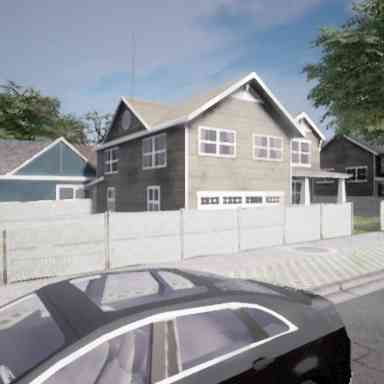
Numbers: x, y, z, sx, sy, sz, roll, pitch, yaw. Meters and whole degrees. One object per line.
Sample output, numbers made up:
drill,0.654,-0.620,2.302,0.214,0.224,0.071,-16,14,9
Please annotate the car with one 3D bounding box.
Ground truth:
car,-0.756,1.485,2.564,4.902,1.511,2.128,0,0,-34
